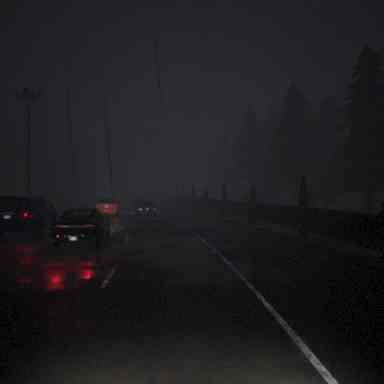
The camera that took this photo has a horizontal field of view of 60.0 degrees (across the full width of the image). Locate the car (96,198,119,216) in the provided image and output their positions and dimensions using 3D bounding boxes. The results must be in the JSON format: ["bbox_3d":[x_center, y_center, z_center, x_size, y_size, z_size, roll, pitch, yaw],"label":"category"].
[{"bbox_3d":[-8.138,1.351,32.056,2.097,1.767,4.553,0,0,-11],"label":"car"}]

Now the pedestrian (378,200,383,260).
[{"bbox_3d":[5.898,1.141,10.149,0.375,1.860,0.375,0,0,-6],"label":"pedestrian"}]

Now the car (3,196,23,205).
[{"bbox_3d":[-32.137,1.497,59.911,1.837,1.490,4.892,0,0,-12],"label":"car"}]

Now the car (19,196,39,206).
[{"bbox_3d":[-28.075,1.473,57.485,1.882,1.535,5.008,0,0,-12],"label":"car"}]

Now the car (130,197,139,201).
[{"bbox_3d":[-7.173,1.474,44.281,1.882,1.535,5.008,0,0,-12],"label":"car"}]

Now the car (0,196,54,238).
[{"bbox_3d":[-8.730,1.219,17.531,2.150,2.045,5.566,0,0,-10],"label":"car"}]

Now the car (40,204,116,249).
[{"bbox_3d":[-4.754,1.490,14.667,2.128,1.511,4.902,0,0,-8],"label":"car"}]

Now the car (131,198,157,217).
[{"bbox_3d":[-4.414,1.545,31.431,2.033,1.411,5.357,0,0,-12],"label":"car"}]

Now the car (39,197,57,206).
[{"bbox_3d":[-24.169,1.559,55.888,1.994,1.385,4.181,0,0,-12],"label":"car"}]
